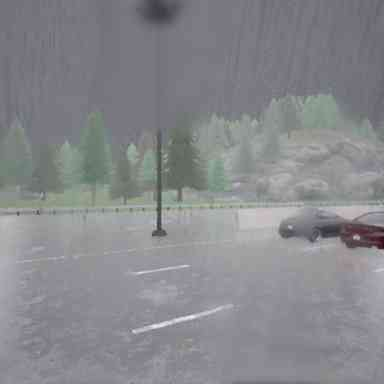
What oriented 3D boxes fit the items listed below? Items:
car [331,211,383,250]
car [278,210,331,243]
[{"bbox_3d":[8.034,1.484,13.235,5.008,1.535,1.882,0,0,-31],"label":"car"},{"bbox_3d":[6.222,1.572,16.230,4.181,1.385,1.994,0,0,-31],"label":"car"}]
